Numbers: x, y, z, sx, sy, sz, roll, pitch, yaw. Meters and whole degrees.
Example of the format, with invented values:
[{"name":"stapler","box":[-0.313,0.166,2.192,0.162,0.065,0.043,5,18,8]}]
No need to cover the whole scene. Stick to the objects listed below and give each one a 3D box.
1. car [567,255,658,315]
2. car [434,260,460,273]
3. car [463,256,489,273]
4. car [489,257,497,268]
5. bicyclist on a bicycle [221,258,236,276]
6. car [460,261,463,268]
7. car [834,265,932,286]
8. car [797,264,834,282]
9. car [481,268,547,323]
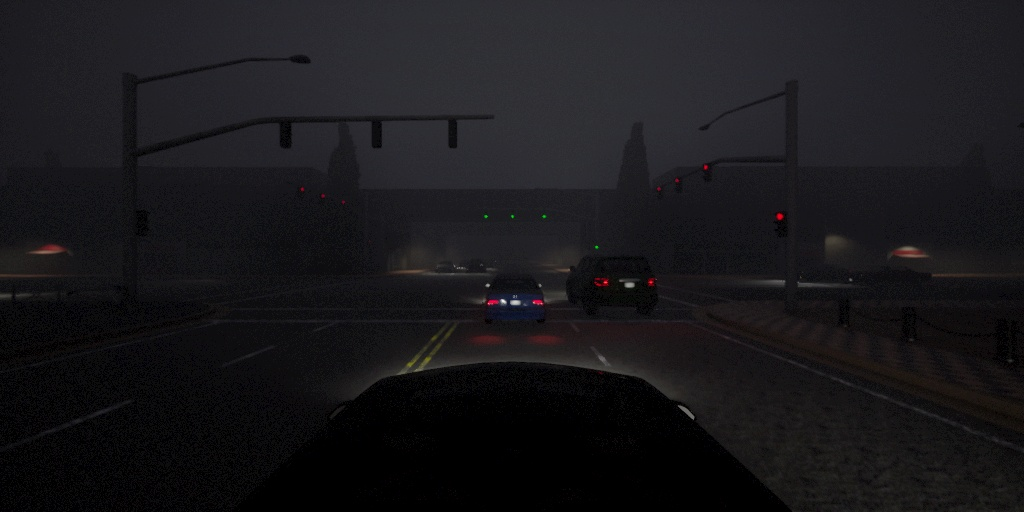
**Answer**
[{"name":"car","box":[3.529,0.964,13.574,2.150,2.045,5.566,0,0,-1]},{"name":"car","box":[-7.740,1.246,42.108,1.812,1.442,4.674,0,0,1]},{"name":"car","box":[-4.233,1.075,42.789,2.097,1.767,4.553,0,0,1]},{"name":"car","box":[-4.083,1.199,59.367,2.128,1.511,4.902,0,0,1]},{"name":"bicyclist on a bicycle","box":[-25.763,1.031,32.572,0.582,1.620,1.656,0,0,2]},{"name":"car","box":[-7.566,1.271,60.171,1.994,1.385,4.181,0,0,1]},{"name":"car","box":[25.547,1.334,24.699,4.718,1.301,1.895,0,0,0]},{"name":"car","box":[24.131,1.294,28.203,4.181,1.385,1.994,0,0,0]},{"name":"car","box":[0.062,1.290,12.065,2.033,1.411,5.357,0,0,-1]}]
